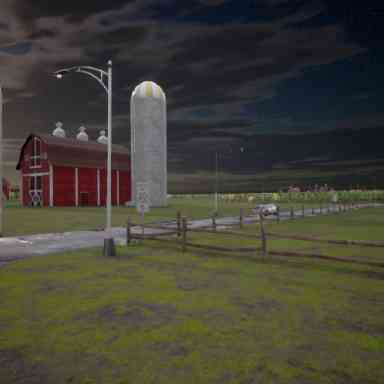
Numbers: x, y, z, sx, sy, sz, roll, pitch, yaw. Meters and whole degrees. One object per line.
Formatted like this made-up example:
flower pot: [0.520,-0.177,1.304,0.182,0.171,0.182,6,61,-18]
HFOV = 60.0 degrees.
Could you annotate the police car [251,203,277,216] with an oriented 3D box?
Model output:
police car: [9.004,2.164,41.216,2.038,1.542,4.974,-1,-1,35]
